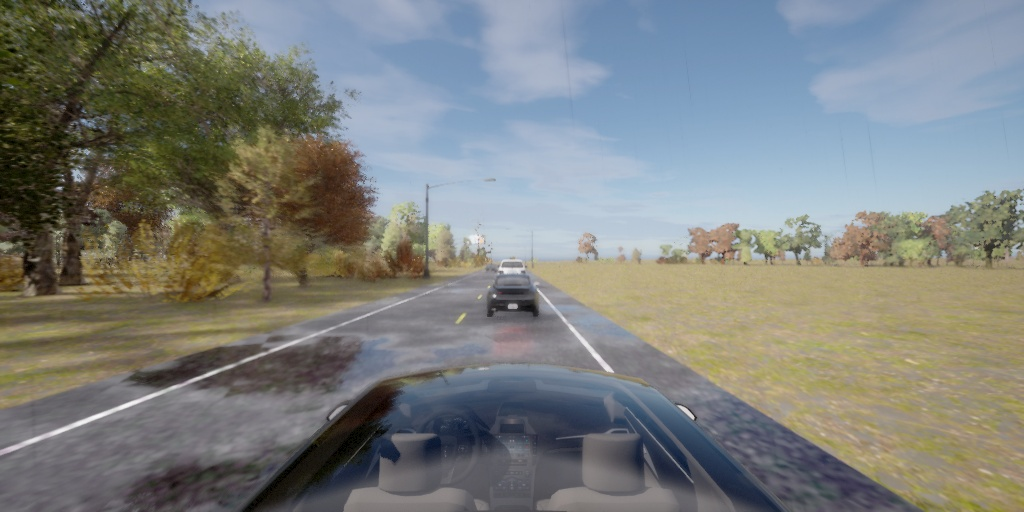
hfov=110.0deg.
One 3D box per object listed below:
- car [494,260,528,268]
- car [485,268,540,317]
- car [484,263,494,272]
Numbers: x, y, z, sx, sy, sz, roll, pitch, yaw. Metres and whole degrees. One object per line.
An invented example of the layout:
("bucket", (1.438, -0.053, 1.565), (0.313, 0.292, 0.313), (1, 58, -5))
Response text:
("car", (0.039, 1.318, 27.942), (2.150, 2.045, 5.566), (0, 0, 1))
("car", (0.048, 1.419, 14.108), (1.837, 1.490, 4.892), (0, 0, 0))
("car", (-3.540, 2.026, 60.425), (1.837, 1.490, 4.892), (0, 0, 1))
